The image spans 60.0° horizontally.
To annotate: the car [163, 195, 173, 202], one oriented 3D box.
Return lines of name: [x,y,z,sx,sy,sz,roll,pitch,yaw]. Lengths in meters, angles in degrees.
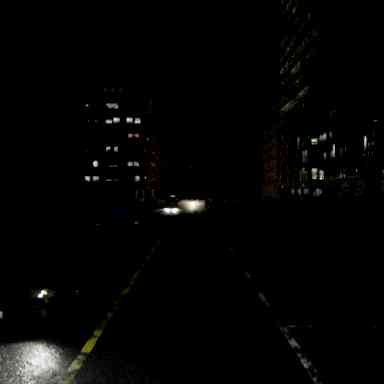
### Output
car: [-5.666,1.546,79.564,2.008,1.369,4.403,0,0,0]

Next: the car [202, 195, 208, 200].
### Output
car: [2.703,1.503,47.319,1.752,1.417,4.829,0,0,0]

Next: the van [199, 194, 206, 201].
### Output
van: [2.714,1.342,85.087,1.690,1.788,3.998,0,0,0]

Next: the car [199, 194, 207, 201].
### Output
car: [2.712,1.310,79.562,2.192,1.841,5.009,0,0,0]

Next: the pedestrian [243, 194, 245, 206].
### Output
pedestrian: [8.153,1.243,52.427,0.375,1.860,0.375,0,0,0]

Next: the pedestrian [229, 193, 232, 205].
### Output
pedestrian: [6.152,1.121,53.027,0.375,1.860,0.375,0,0,0]

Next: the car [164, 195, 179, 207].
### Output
car: [-2.983,1.419,50.258,2.128,1.511,4.902,0,0,0]

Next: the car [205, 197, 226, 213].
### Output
car: [2.699,1.543,35.883,1.947,1.339,4.313,0,0,0]

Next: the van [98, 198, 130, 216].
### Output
van: [-5.685,1.322,24.620,1.690,1.788,3.998,0,0,0]

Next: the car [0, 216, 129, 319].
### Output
car: [-3.098,1.539,7.881,2.033,1.411,5.357,0,0,0]
